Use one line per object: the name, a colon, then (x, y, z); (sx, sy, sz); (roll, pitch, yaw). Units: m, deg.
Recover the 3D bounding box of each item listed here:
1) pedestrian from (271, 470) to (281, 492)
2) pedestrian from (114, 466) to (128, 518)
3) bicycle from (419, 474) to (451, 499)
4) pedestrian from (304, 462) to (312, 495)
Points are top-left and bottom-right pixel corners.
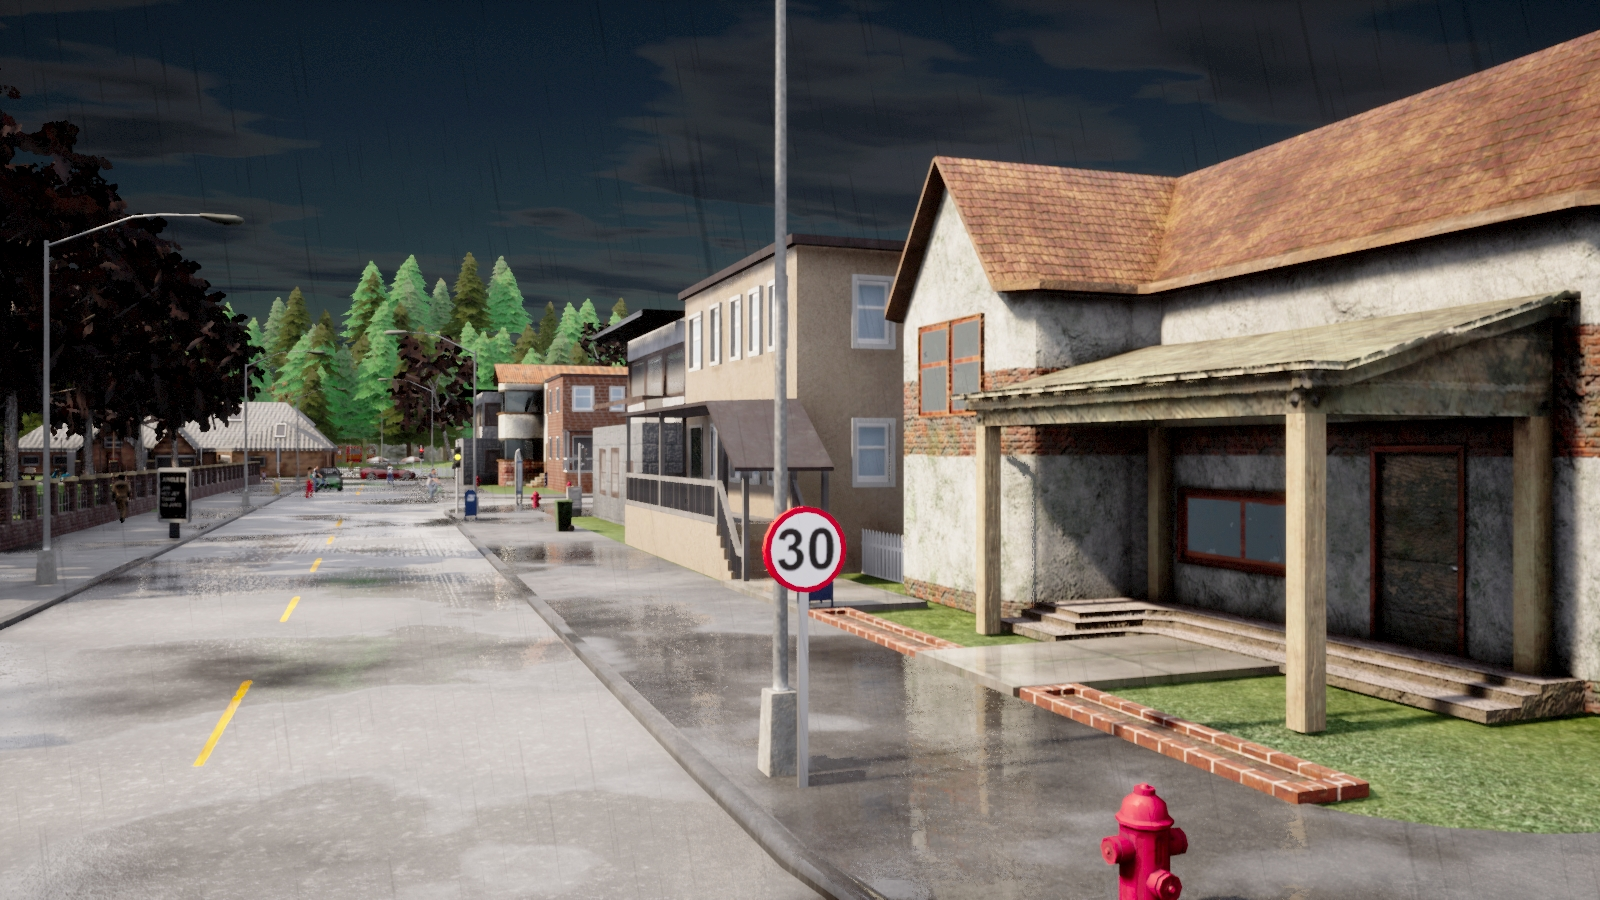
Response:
pedestrian: (-30.735, 1.804, 67.012); (0.375, 1.300, 0.375); (0, 0, 12)
pedestrian: (-24.539, 1.524, 41.312); (0.375, 1.860, 0.375); (0, 0, -20)
bicycle: (-19.450, 1.936, 60.807); (1.643, 1.296, 0.373); (0, -2, 15)
pedestrian: (-27.851, 1.628, 64.715); (0.375, 1.860, 0.375); (0, 0, -33)
